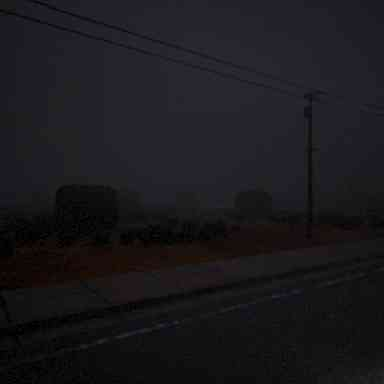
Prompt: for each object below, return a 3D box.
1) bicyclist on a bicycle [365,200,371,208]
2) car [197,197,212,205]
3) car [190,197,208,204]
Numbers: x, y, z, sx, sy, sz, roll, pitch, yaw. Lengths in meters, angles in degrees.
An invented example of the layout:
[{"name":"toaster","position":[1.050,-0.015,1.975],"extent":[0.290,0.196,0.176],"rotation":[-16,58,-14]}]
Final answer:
[{"name":"bicyclist on a bicycle","position":[23.313,1.912,44.003],"extent":[1.656,1.620,0.582],"rotation":[1,0,-33]},{"name":"car","position":[1.957,1.874,64.430],"extent":[1.882,1.535,5.008],"rotation":[1,-1,-32]},{"name":"car","position":[1.509,1.822,71.646],"extent":[1.994,1.385,4.181],"rotation":[1,0,-33]}]
